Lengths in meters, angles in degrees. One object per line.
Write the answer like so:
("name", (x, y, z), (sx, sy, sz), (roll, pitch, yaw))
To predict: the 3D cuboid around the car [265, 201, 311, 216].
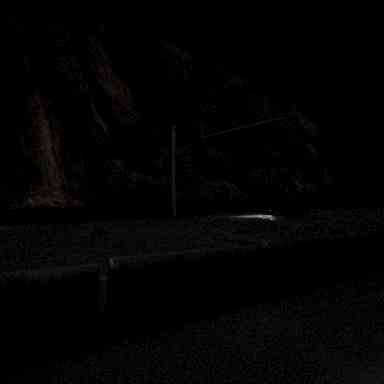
("car", (9.027, 1.524, 31.340), (4.181, 1.385, 1.994), (0, 0, -21))
